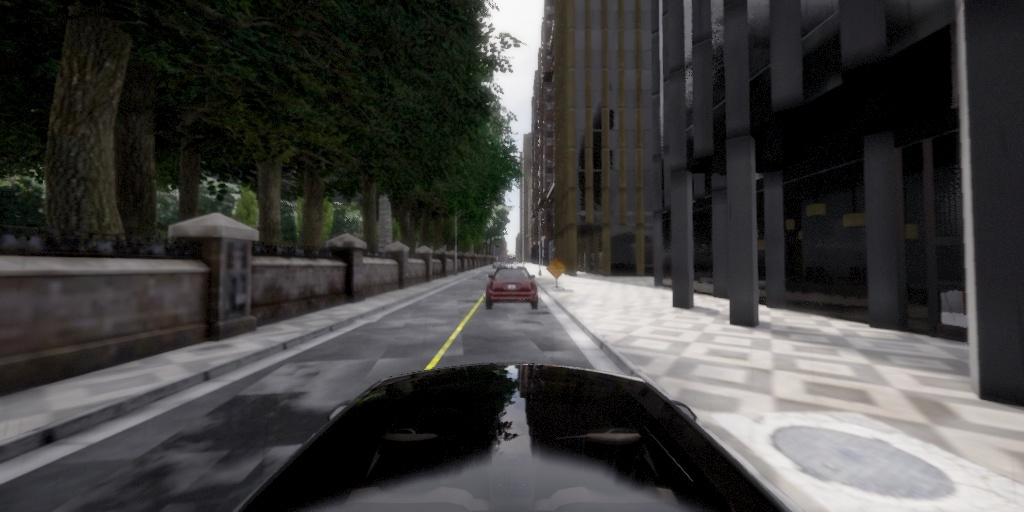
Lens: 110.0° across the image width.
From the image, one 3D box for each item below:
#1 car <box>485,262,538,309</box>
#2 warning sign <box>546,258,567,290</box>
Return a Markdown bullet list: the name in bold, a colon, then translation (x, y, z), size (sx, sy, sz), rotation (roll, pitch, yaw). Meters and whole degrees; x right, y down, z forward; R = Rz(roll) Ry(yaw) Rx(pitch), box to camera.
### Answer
- **car**: translation (-0.004, 1.231, 15.949), size (2.097, 1.767, 4.553), rotation (0, -1, 0)
- **warning sign**: translation (2.709, 1.045, 21.550), size (1.300, 1.860, 1.060), rotation (0, 0, 0)
